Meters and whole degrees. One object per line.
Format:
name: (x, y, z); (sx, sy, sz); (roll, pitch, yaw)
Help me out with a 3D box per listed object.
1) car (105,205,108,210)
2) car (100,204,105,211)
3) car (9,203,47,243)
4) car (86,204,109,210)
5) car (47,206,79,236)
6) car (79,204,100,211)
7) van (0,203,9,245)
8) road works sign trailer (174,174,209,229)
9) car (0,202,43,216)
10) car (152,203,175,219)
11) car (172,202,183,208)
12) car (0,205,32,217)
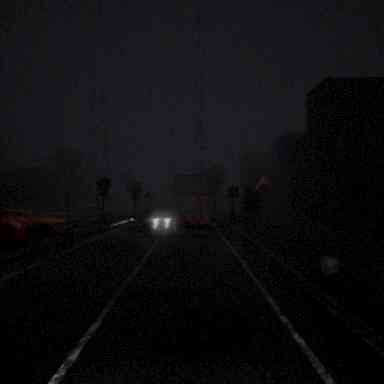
car: (-21.779, 3.350, 73.682); (5.008, 1.535, 2.097); (0, -2, 0)
car: (-21.782, 3.238, 70.410); (4.892, 1.521, 2.231); (0, -2, 0)
car: (-9.569, 1.423, 15.350); (4.553, 1.767, 2.185); (0, -1, 0)
car: (-21.757, 3.498, 76.827); (4.674, 1.452, 2.002); (0, -2, 0)
car: (-9.366, 1.595, 18.266); (5.366, 1.575, 1.946); (0, -1, 0)
car: (-21.799, 3.165, 67.135); (4.674, 1.452, 2.002); (0, -2, 0)
van: (-9.641, 1.283, 12.314); (4.442, 1.987, 1.878); (0, -1, 0)
road works sign trailer: (-0.020, 0.590, 22.552); (2.380, 3.560, 2.880); (0, -1, 0)
car: (-21.940, 2.163, 42.819); (4.553, 1.767, 2.185); (0, -2, 0)
car: (-3.298, 2.216, 37.112); (1.994, 1.385, 4.181); (0, -2, 0)
car: (-3.055, 3.428, 77.893); (2.033, 1.411, 5.357); (0, -2, 0)
car: (-21.881, 2.221, 39.645); (4.674, 1.452, 2.002); (0, -2, 0)
